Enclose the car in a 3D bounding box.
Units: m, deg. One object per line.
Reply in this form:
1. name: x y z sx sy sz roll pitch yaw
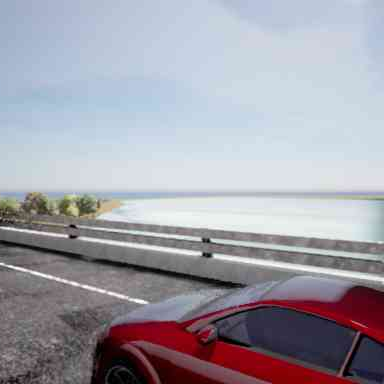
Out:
1. car: 0.951 1.560 3.189 4.181 1.385 1.994 0 0 36
